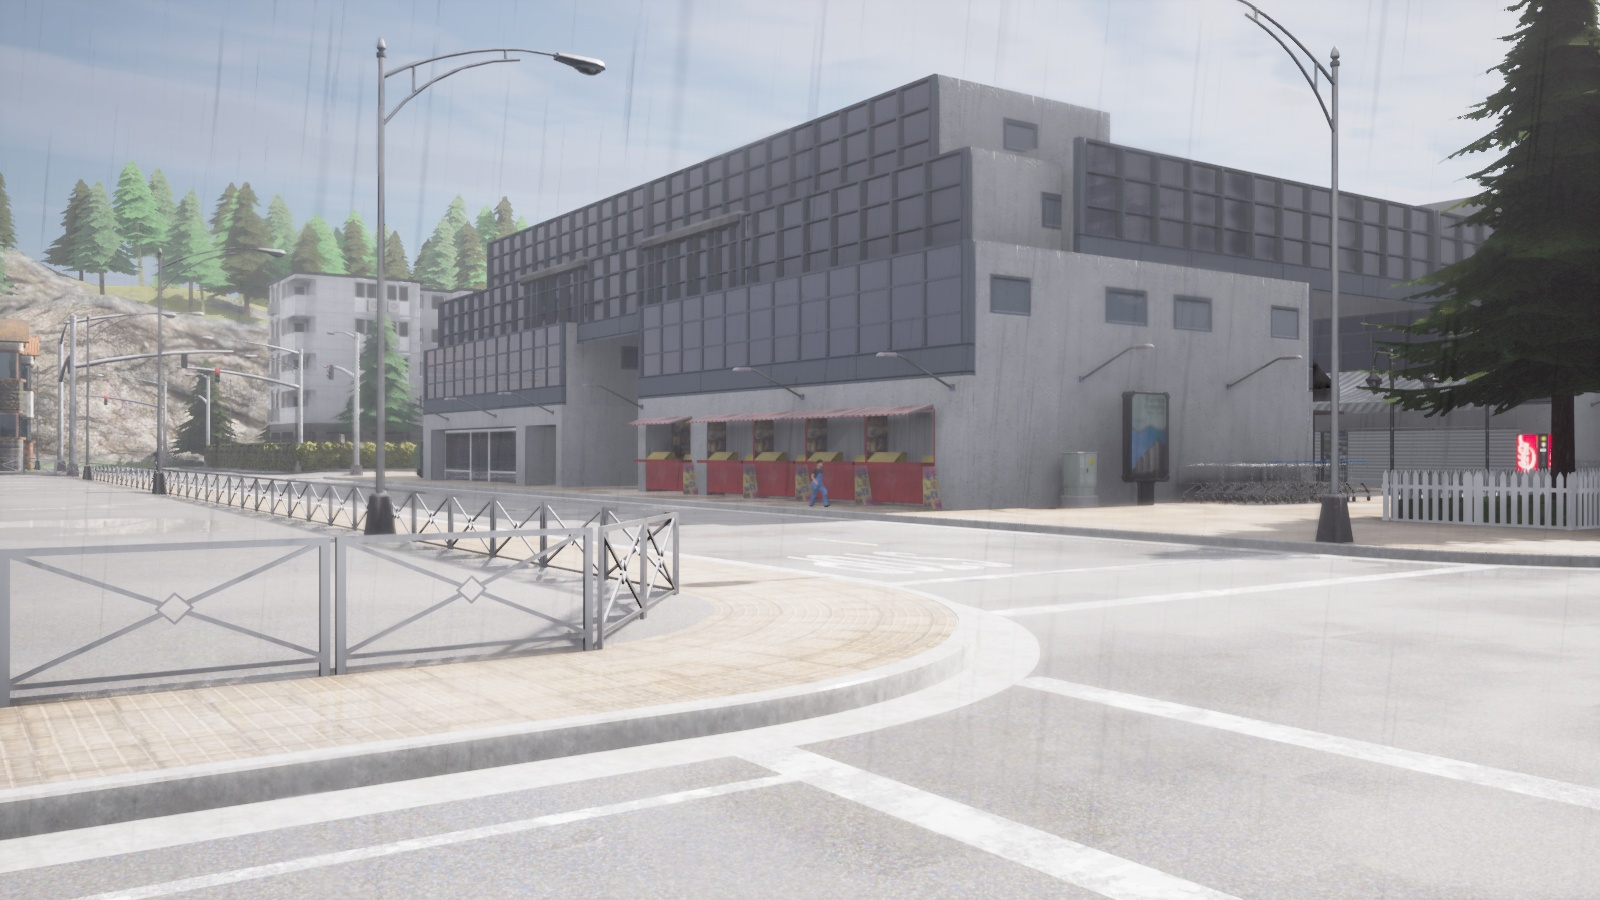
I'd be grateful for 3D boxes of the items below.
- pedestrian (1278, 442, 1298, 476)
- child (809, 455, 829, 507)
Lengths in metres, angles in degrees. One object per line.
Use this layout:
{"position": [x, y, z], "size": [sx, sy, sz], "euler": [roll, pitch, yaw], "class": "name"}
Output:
{"position": [27.522, 0.500, 70.831], "size": [0.563, 1.883, 0.849], "euler": [0, 0, -36], "class": "pedestrian"}
{"position": [0.458, 0.743, 30.627], "size": [0.270, 1.263, 0.437], "euler": [0, 0, -37], "class": "child"}
